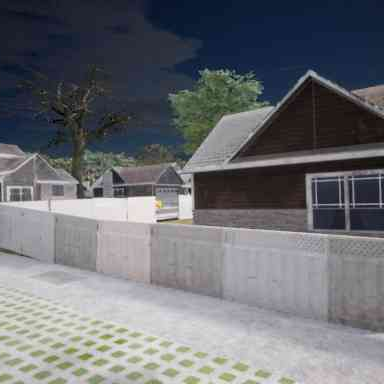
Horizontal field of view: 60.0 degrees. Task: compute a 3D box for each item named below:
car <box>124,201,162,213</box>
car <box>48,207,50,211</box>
[{"bbox_3d":[-4.941,1.271,30.914,1.882,1.535,5.008,-3,-1,36],"label":"car"},{"bbox_3d":[-11.317,1.475,22.189,2.033,1.411,5.357,-3,-1,36],"label":"car"}]
